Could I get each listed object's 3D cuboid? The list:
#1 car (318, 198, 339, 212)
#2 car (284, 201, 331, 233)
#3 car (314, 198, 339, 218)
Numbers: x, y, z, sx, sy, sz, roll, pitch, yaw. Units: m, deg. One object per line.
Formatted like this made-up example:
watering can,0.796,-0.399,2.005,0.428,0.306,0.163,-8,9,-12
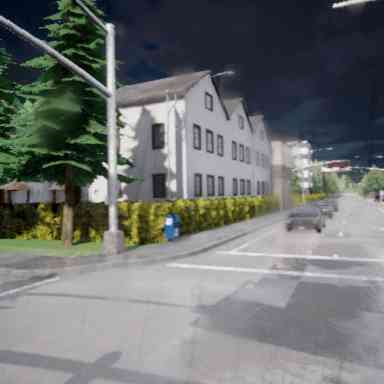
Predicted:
car,15.744,1.436,38.148,1.837,1.490,4.892,-2,-1,26
car,6.746,1.468,19.495,2.033,1.411,5.357,-2,-1,26
car,11.205,1.418,28.776,2.128,1.511,4.902,-2,-1,26
